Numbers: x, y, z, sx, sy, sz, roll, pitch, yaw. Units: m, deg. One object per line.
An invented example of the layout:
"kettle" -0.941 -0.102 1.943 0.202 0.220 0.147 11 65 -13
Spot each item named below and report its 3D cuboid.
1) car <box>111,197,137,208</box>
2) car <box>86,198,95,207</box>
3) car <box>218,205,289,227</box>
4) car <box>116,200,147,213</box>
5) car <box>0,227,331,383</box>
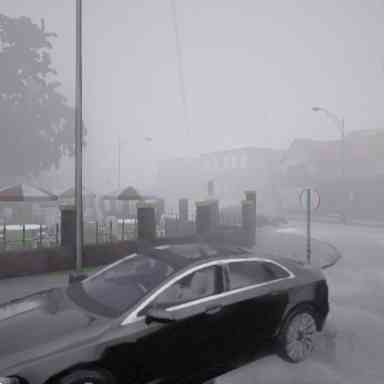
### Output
"car" -10.009 1.478 48.739 1.882 1.535 5.008 0 0 -35
"car" -16.250 1.368 50.421 2.097 1.767 4.553 0 0 -36
"car" 3.785 1.547 22.241 2.033 1.411 5.357 0 0 -36
"car" -6.117 1.506 36.095 1.837 1.490 4.892 0 0 -35
"car" -0.227 1.491 4.315 4.902 1.511 2.128 0 0 -34
